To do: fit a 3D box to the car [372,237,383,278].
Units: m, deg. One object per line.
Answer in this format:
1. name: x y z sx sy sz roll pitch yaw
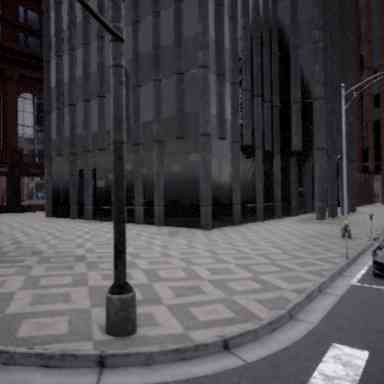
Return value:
1. car: 6.495 1.636 9.757 1.947 1.339 4.313 -1 -1 36
